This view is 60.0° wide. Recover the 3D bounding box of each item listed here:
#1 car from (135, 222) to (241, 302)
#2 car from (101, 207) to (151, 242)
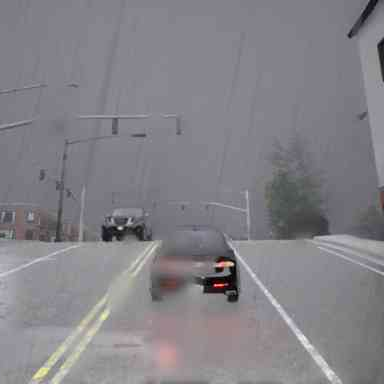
[{"bbox_3d":[0.075,1.595,8.511,2.128,1.511,4.902,0,-1,0],"label":"car"},{"bbox_3d":[-3.618,1.900,19.543,2.150,2.045,5.566,0,-9,0],"label":"car"}]
